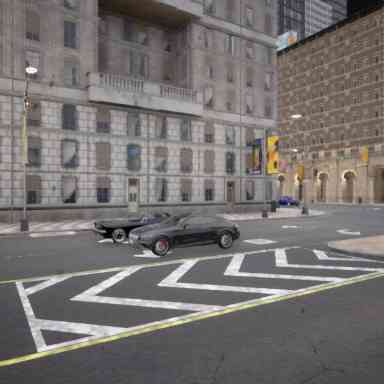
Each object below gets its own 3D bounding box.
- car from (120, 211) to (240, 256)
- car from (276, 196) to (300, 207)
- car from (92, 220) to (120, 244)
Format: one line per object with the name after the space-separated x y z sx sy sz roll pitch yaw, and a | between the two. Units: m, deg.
-0.202 1.526 13.174 4.674 1.442 1.812 0 0 -31 | car
14.791 1.477 52.775 1.882 1.535 5.008 0 0 -32 | car
-2.297 1.601 15.997 4.718 1.301 1.895 0 0 -31 | car
